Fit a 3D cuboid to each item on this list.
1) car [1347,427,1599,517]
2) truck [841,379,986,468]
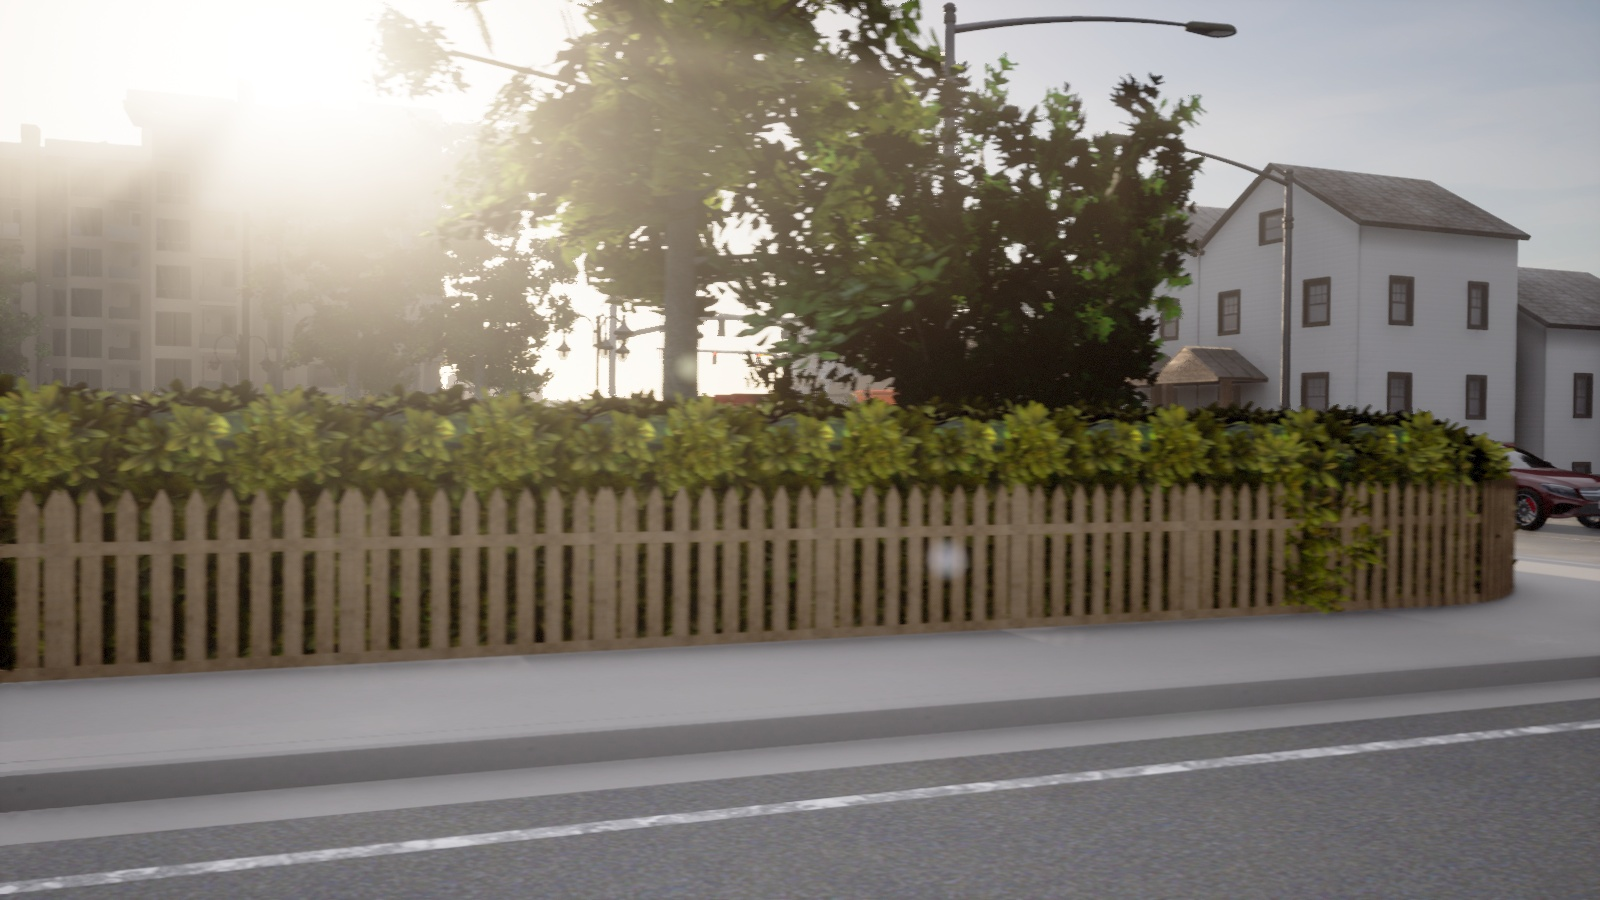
[{"bbox_3d":[12.367,0.321,22.664,1.812,1.442,4.674,-1,1,-21],"label":"car"},{"bbox_3d":[4.626,-1.100,53.207,2.891,3.462,7.936,-1,1,-21],"label":"truck"}]
